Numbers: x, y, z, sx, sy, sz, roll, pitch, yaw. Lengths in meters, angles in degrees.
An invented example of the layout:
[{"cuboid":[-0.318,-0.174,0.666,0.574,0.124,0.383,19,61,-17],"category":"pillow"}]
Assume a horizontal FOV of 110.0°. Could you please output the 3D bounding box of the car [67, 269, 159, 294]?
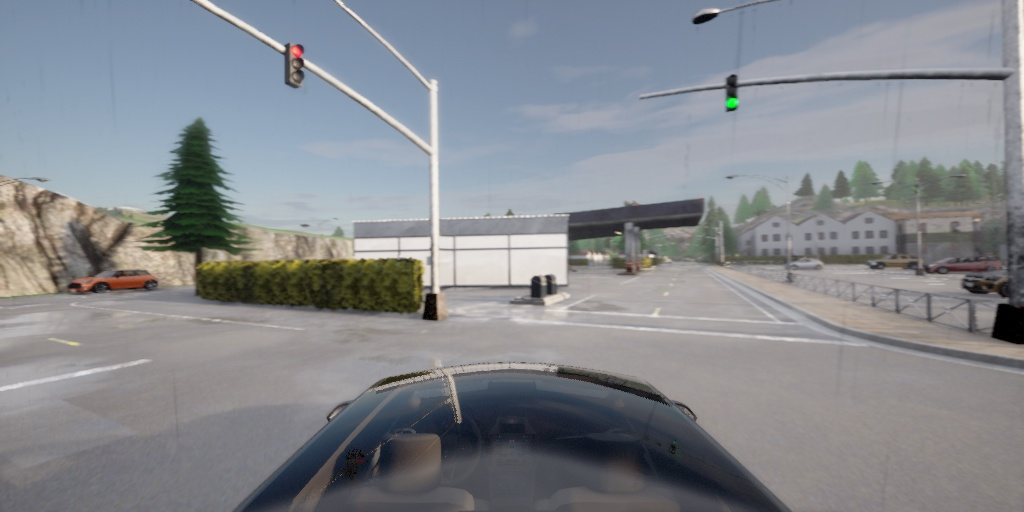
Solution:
[{"cuboid":[-29.839,1.829,26.980,2.097,1.767,4.553,-1,-1,12],"category":"car"}]
